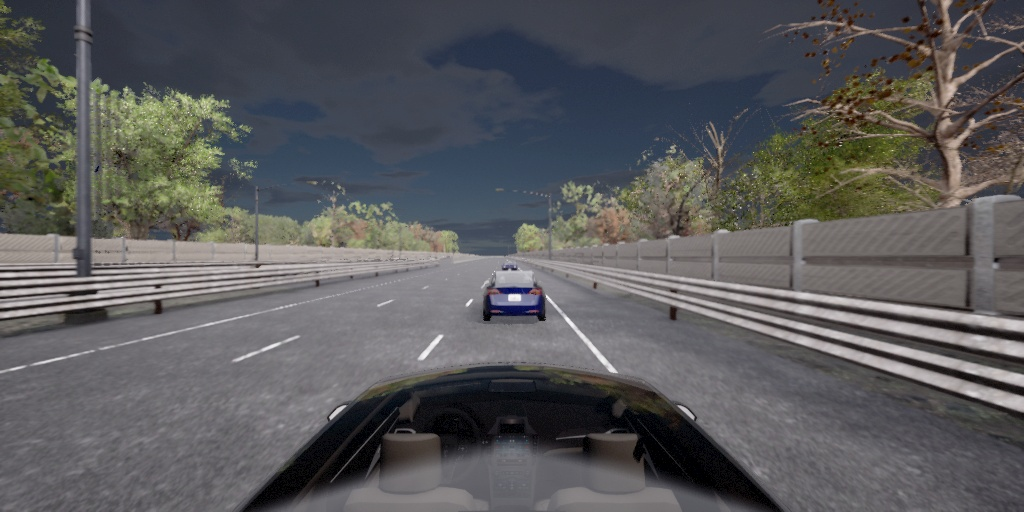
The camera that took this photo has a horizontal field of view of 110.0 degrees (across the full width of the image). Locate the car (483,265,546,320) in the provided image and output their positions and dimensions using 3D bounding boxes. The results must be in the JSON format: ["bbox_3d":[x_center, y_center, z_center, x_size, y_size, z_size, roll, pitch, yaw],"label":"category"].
[{"bbox_3d":[0.067,1.229,12.545,2.163,1.488,4.792,0,0,0],"label":"car"}]

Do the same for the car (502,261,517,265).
[{"bbox_3d":[-0.286,1.257,43.521,1.895,1.301,4.718,0,0,-1],"label":"car"}]
